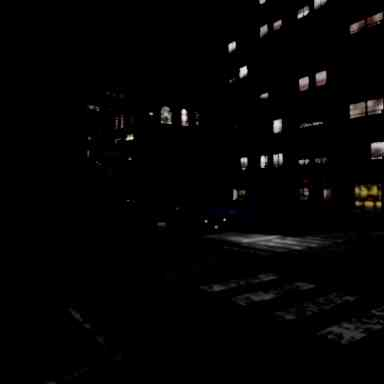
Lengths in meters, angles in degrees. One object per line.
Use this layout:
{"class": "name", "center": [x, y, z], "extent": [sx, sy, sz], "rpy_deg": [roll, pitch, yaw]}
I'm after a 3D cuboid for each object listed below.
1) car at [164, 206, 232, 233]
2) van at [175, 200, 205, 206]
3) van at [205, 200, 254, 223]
{"class": "car", "center": [0.166, 1.828, 21.757], "extent": [1.895, 1.301, 4.718], "rpy_deg": [-1, -1, -36]}
{"class": "van", "center": [-0.059, 1.663, 31.873], "extent": [1.690, 1.788, 3.998], "rpy_deg": [-2, 0, -36]}
{"class": "van", "center": [3.202, 1.572, 27.396], "extent": [1.690, 1.788, 3.998], "rpy_deg": [-2, 0, -36]}
